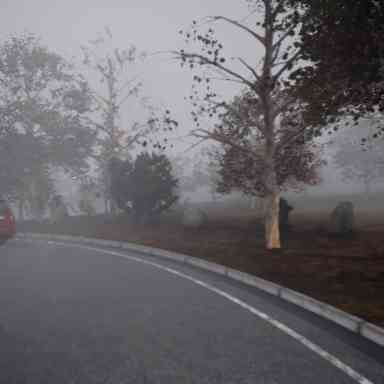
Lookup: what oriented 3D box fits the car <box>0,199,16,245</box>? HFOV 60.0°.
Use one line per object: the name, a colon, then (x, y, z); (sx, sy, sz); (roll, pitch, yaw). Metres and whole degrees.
car: (-10.120, 1.298, 14.257); (5.566, 2.045, 2.150); (0, -1, 25)
